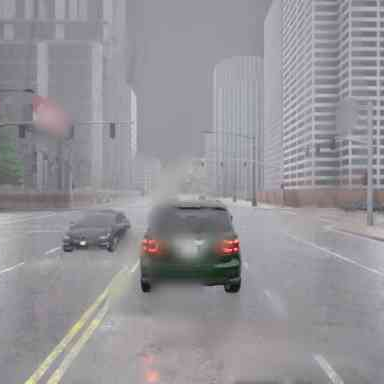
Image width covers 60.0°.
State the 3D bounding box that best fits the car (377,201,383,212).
[{"bbox_3d":[22.129,1.477,33.907,5.008,1.535,1.882,0,0,-1],"label":"car"}]

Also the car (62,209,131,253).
[{"bbox_3d":[-3.707,1.506,13.675,1.837,1.490,4.892,0,-1,0],"label":"car"}]

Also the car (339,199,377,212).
[{"bbox_3d":[19.460,1.547,37.372,5.357,1.411,2.033,0,0,-1],"label":"car"}]

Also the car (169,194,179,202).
[{"bbox_3d":[-4.152,1.354,76.367,2.097,1.767,4.553,0,0,0],"label":"car"}]

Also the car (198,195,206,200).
[{"bbox_3d":[2.724,1.499,90.613,1.837,1.490,4.892,0,0,0],"label":"car"}]

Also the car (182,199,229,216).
[{"bbox_3d":[1.350,1.525,33.986,4.674,1.442,1.812,0,1,41],"label":"car"}]

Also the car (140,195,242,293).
[{"bbox_3d":[-0.022,1.221,9.002,2.150,2.045,5.566,0,0,0],"label":"car"}]

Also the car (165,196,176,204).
[{"bbox_3d":[-4.095,1.476,63.722,1.882,1.535,5.008,0,0,0],"label":"car"}]
